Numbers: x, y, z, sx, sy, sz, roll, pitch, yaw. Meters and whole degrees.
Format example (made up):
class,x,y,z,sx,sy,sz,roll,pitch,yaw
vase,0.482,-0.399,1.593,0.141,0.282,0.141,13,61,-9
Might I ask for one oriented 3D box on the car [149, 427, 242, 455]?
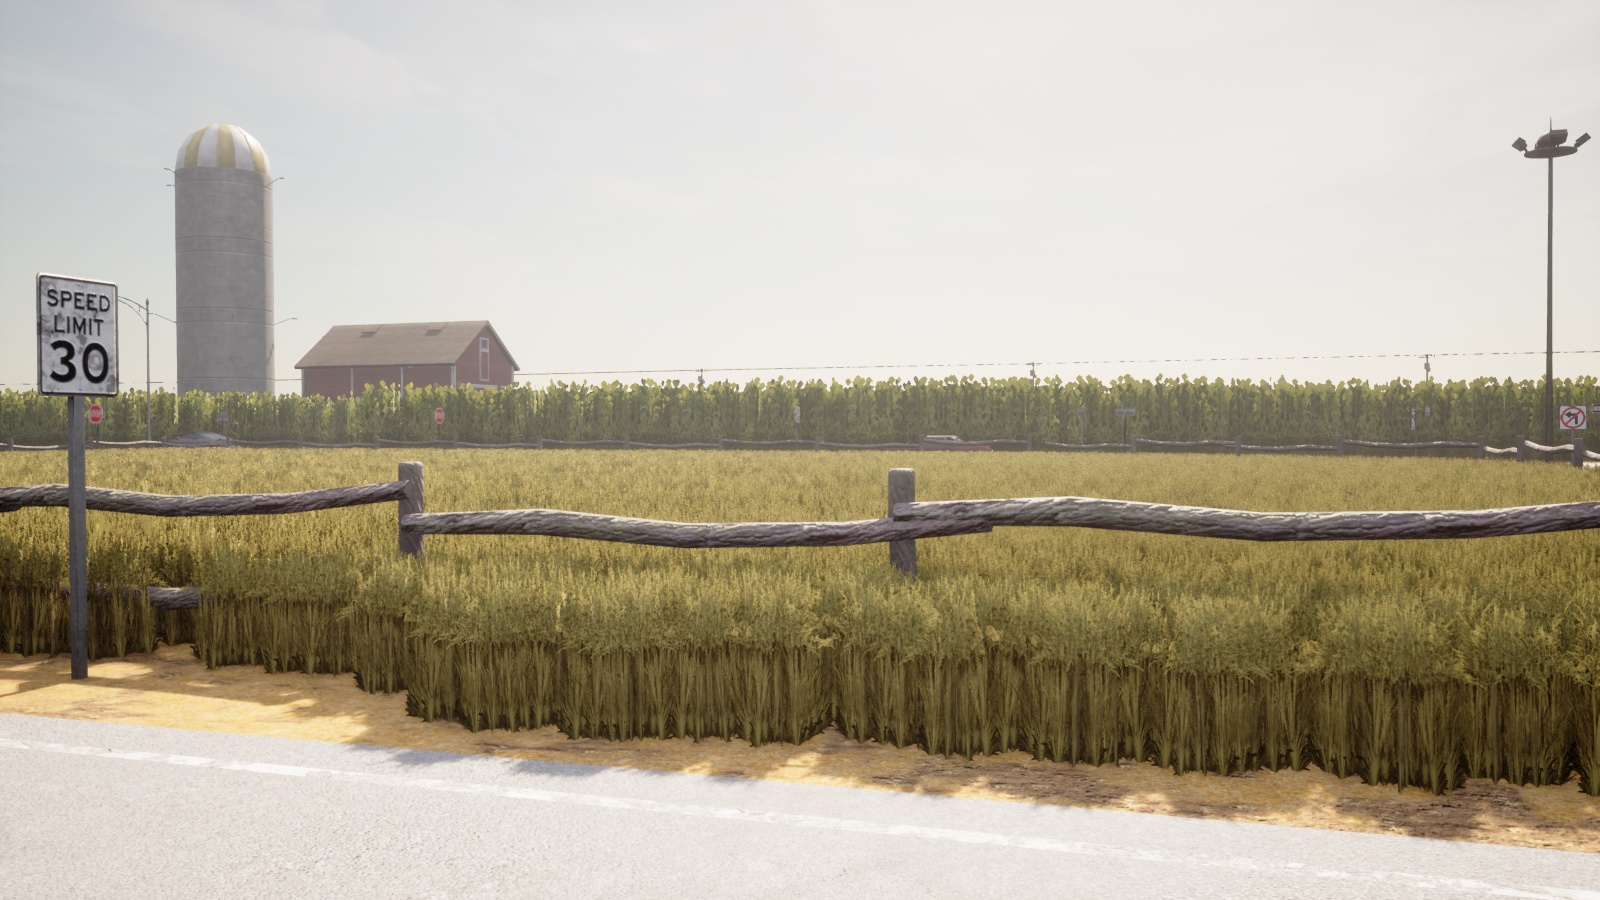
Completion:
class,x,y,z,sx,sy,sz,roll,pitch,yaw
car,-31.471,-0.494,65.415,4.181,1.385,1.994,1,2,18

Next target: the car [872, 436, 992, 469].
class,x,y,z,sx,sy,sz,roll,pitch,yaw
car,5.572,0.090,52.910,4.718,1.301,1.895,1,1,19
